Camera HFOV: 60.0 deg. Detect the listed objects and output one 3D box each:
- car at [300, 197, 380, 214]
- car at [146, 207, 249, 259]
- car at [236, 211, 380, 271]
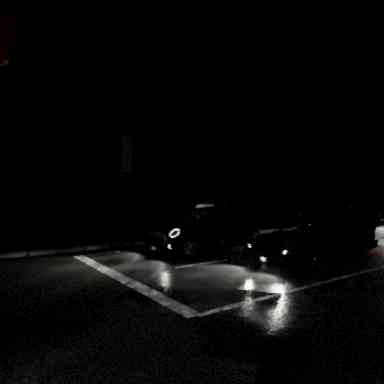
[{"bbox_3d":[8.193,1.296,18.385,5.566,2.045,2.150,0,0,-35],"label":"car"},{"bbox_3d":[0.486,1.389,12.929,4.553,1.767,2.097,0,0,-35],"label":"car"},{"bbox_3d":[4.260,1.594,11.321,5.357,1.411,2.033,0,0,-35],"label":"car"}]
